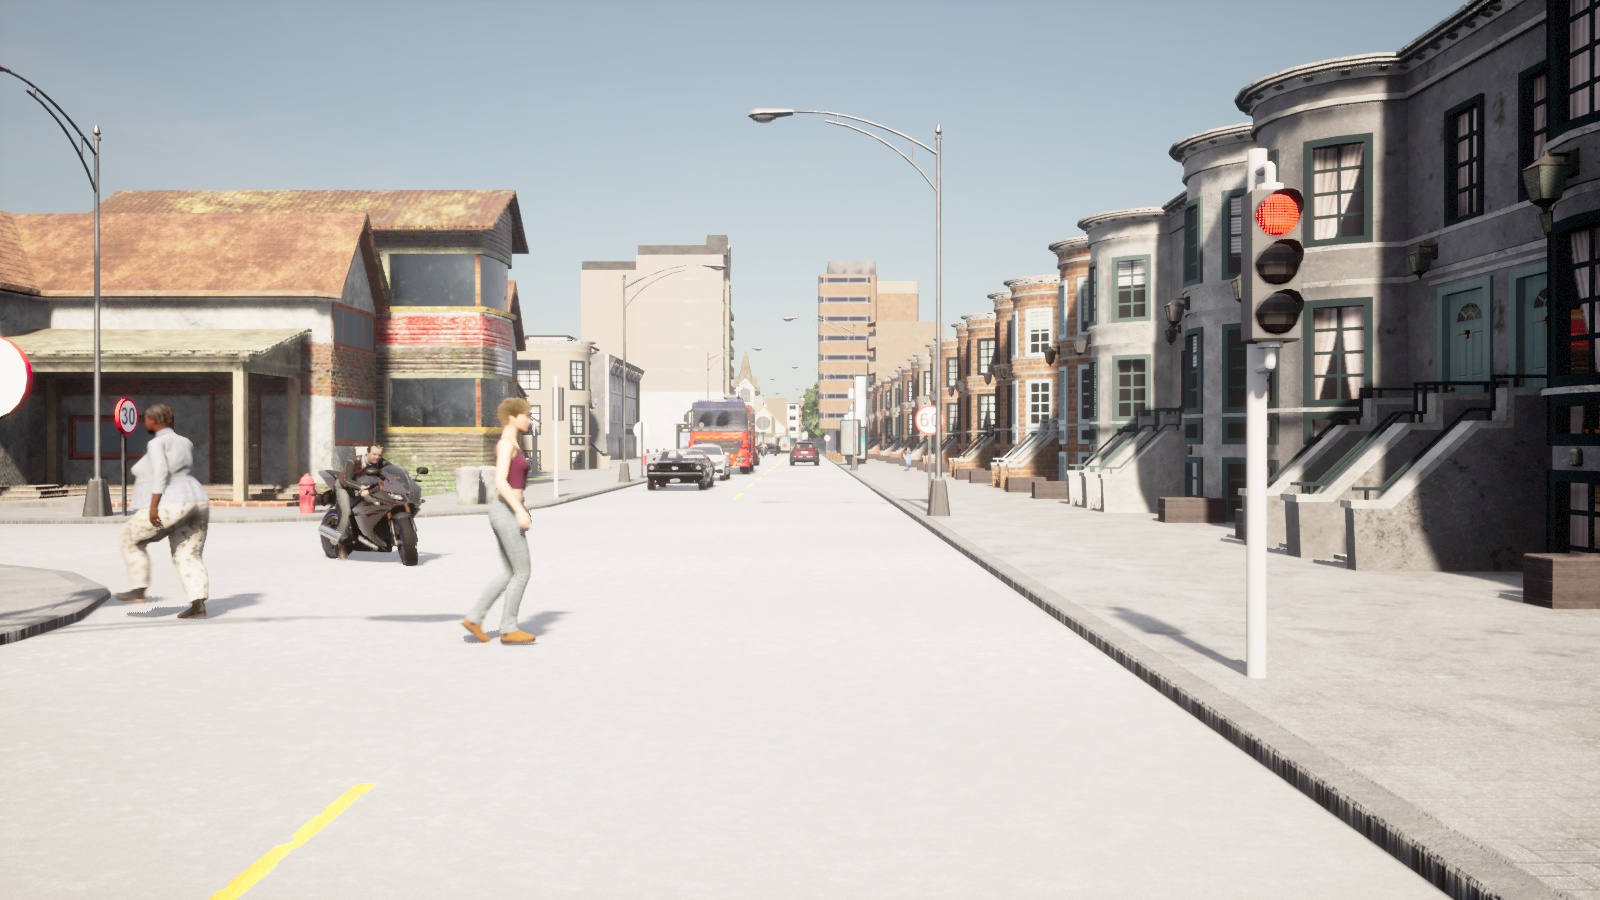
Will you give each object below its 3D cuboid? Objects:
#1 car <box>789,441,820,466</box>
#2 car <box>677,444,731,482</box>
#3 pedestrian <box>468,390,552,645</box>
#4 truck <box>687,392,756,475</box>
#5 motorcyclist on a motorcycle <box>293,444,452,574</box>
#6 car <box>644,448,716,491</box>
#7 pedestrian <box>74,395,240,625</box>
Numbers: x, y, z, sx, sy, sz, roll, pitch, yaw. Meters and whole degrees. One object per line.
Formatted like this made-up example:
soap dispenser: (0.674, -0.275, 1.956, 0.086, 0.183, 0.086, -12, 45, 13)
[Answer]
car: (0.302, 0.204, 83.830, 2.033, 1.649, 4.856, 0, 0, 0)
car: (-3.820, 0.482, 50.824, 1.812, 1.442, 4.674, 0, 0, 0)
pedestrian: (-2.137, 0.487, 9.297, 0.594, 1.836, 0.345, 0, 0, -11)
truck: (-3.776, -0.773, 62.368, 2.891, 3.827, 8.468, 0, 0, 0)
motorcyclist on a motorcycle: (-5.403, 0.688, 15.808, 2.191, 1.530, 0.866, 0, 1, 40)
car: (-3.852, 0.612, 41.032, 1.895, 1.301, 4.718, 0, 0, 0)
pedestrian: (-5.439, 0.481, 10.669, 0.900, 1.855, 0.874, 0, 0, 12)
